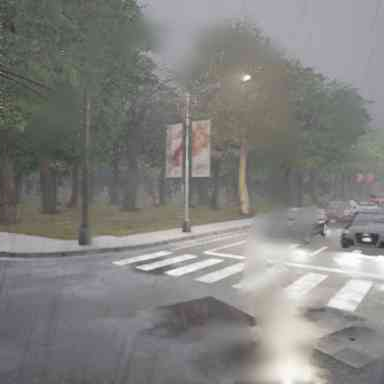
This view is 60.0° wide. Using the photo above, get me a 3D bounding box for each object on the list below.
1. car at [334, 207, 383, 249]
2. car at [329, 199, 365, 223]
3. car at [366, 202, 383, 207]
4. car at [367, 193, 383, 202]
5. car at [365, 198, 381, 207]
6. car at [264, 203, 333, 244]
[{"bbox_3d":[7.495,1.542,13.694,1.994,1.385,4.181,1,0,35],"label":"car"},{"bbox_3d":[10.410,1.305,23.341,2.097,1.767,4.553,1,0,36],"label":"car"},{"bbox_3d":[12.400,1.544,20.506,1.994,1.385,4.181,1,0,38],"label":"car"},{"bbox_3d":[22.829,1.178,40.575,2.150,2.045,5.566,1,1,36],"label":"car"},{"bbox_3d":[16.309,1.557,31.571,1.895,1.301,4.718,1,0,36],"label":"car"},{"bbox_3d":[5.048,1.455,15.857,1.837,1.490,4.892,1,0,36],"label":"car"}]
